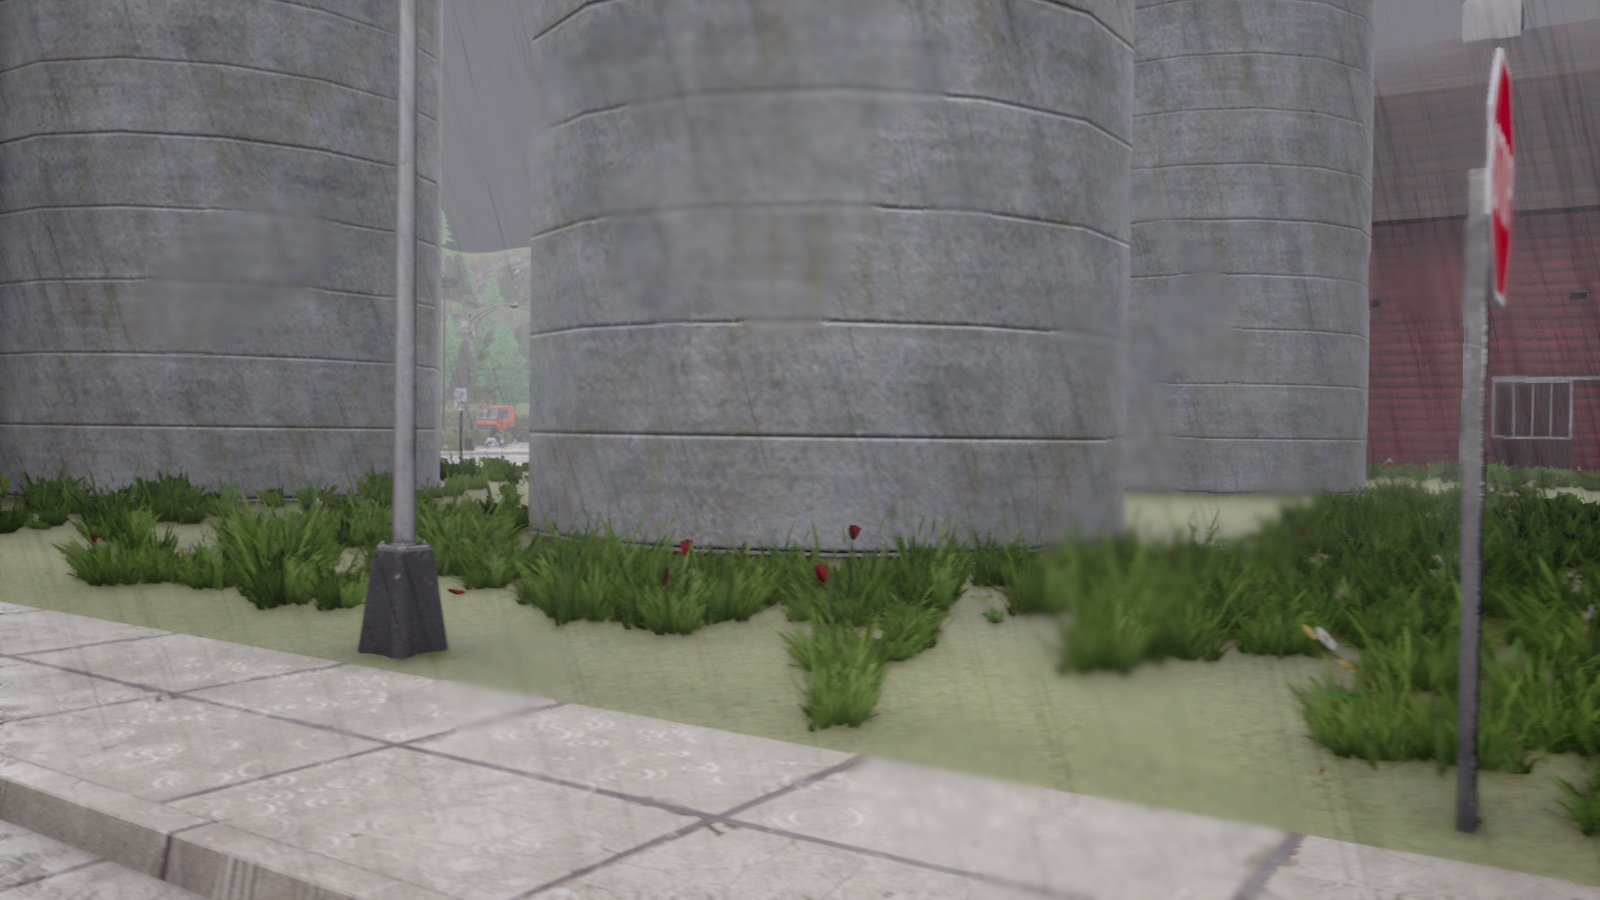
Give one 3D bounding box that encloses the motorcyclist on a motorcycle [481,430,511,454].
[{"bbox_3d":[-20.337,-0.545,84.004,0.866,1.590,1.817,0,1,33],"label":"motorcyclist on a motorcycle"}]
